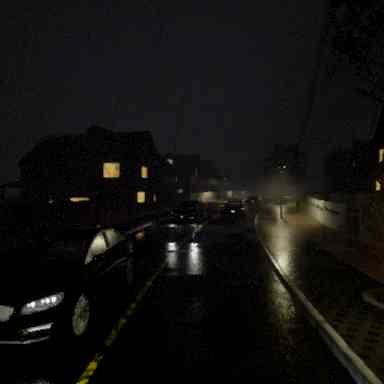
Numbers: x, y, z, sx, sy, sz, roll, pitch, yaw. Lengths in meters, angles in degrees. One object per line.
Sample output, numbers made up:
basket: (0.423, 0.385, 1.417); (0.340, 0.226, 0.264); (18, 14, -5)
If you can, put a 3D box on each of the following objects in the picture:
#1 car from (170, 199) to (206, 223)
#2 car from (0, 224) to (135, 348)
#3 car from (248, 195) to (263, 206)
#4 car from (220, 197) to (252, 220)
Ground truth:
car: (-0.176, 1.327, 23.834); (1.837, 1.490, 4.892); (0, 1, 12)
car: (-2.480, 1.464, 6.646); (2.128, 1.511, 4.902); (0, 0, 4)
car: (8.013, 1.064, 42.732); (1.994, 1.385, 4.181); (0, 1, 17)
car: (3.413, 1.350, 26.315); (1.994, 1.385, 4.181); (0, 1, 12)
